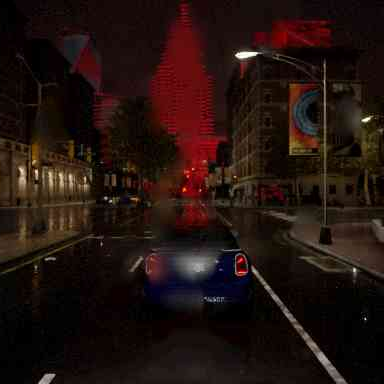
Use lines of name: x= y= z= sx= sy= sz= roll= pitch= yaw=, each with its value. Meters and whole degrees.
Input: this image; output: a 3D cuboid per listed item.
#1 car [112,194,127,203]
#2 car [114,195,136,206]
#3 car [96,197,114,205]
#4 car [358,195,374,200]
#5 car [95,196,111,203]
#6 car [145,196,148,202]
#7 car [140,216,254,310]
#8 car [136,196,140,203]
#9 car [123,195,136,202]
car: x=-14.764 y=1.352 z=68.079 sx=2.097 sy=1.767 sz=4.553 roll=0 pitch=0 yaw=0
car: x=-11.386 y=1.526 z=56.795 sx=1.812 sy=1.442 sz=4.674 roll=0 pitch=0 yaw=0
car: x=-14.876 y=1.547 z=57.969 sx=2.033 sy=1.411 sz=5.357 roll=0 pitch=0 yaw=0
car: x=34.684 y=1.481 z=68.681 sx=2.231 sy=1.521 sz=4.892 roll=0 pitch=0 yaw=0
car: x=-18.015 y=1.595 z=67.472 sx=1.895 sy=1.301 sz=4.718 roll=0 pitch=0 yaw=0
car: x=-11.236 y=1.552 z=75.816 sx=1.994 sy=1.385 sz=4.181 roll=0 pitch=0 yaw=0
car: x=0.101 y=1.352 z=7.960 sx=2.097 sy=1.767 sz=4.553 roll=0 pitch=0 yaw=0
car: x=-11.300 y=1.478 z=65.943 sx=1.882 sy=1.535 sz=5.008 roll=0 pitch=0 yaw=1
car: x=-14.727 y=1.525 z=78.480 sx=2.128 sy=1.511 sz=4.902 roll=0 pitch=0 yaw=0
